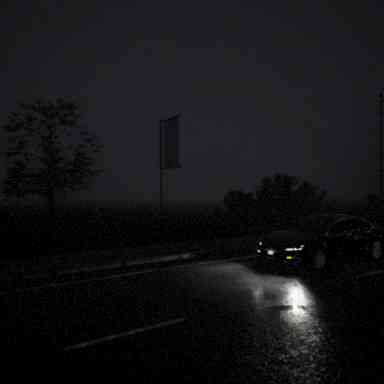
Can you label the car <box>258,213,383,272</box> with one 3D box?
[{"bbox_3d":[4.323,1.487,10.786,4.892,1.490,1.837,0,0,-31],"label":"car"}]
